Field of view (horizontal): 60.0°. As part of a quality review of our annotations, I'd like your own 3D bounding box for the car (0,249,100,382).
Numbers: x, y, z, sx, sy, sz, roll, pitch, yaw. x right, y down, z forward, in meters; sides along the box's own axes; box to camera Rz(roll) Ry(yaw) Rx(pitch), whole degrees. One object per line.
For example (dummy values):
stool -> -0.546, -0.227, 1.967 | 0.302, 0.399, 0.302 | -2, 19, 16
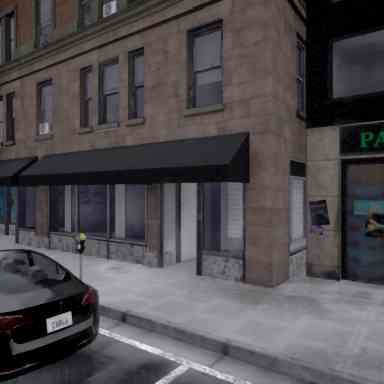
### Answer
car -> -3.250, 1.566, 5.126 | 4.313, 1.339, 1.947 | 0, 0, 36
